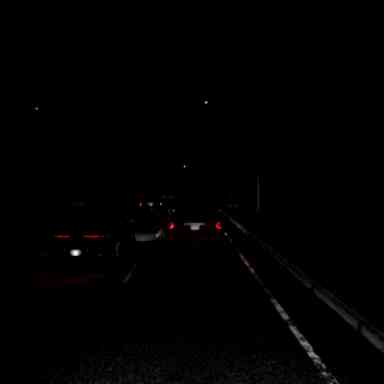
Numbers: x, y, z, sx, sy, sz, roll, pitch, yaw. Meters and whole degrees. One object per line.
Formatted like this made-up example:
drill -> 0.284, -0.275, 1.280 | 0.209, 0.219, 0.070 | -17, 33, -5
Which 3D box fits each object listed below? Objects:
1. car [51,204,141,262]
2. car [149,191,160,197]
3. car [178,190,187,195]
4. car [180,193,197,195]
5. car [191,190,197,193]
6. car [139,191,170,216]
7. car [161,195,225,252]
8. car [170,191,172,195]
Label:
car -> -3.152, 1.356, 11.414 | 1.837, 1.490, 4.892 | 0, 1, 0
car -> -9.316, 0.402, 83.640 | 2.033, 1.411, 5.357 | 0, 1, 1
car -> -2.678, 0.096, 91.712 | 2.097, 1.767, 4.553 | 0, 1, 1
car -> 0.271, 1.101, 28.622 | 1.882, 1.535, 5.008 | 0, 1, 4
car -> 0.566, 0.248, 91.306 | 1.837, 1.490, 4.892 | 0, 1, 1
car -> -3.208, 0.988, 27.666 | 2.097, 1.767, 4.553 | 0, 1, -1
car -> 0.095, 1.179, 13.201 | 2.097, 1.767, 4.553 | 0, 1, 0
car -> -6.066, 0.388, 83.585 | 1.812, 1.442, 4.674 | 0, 1, 1
